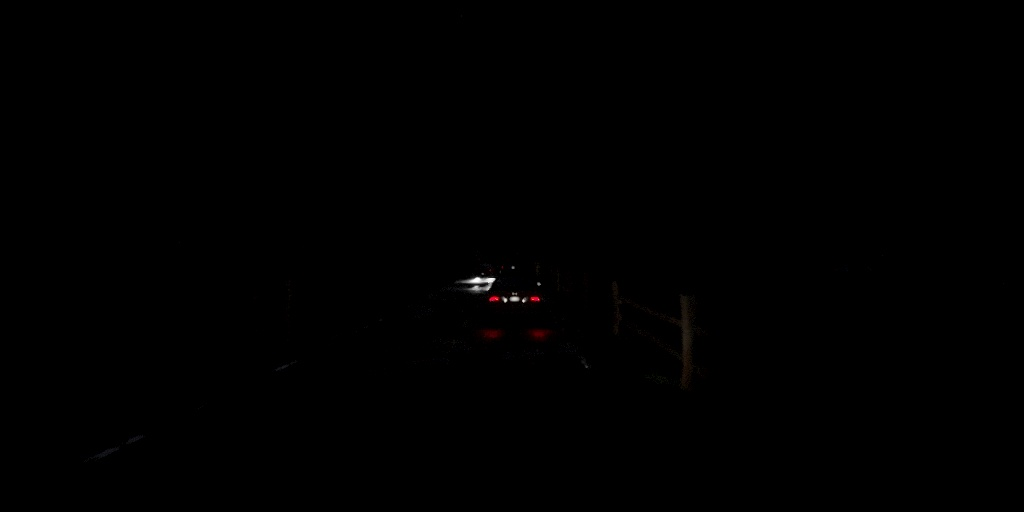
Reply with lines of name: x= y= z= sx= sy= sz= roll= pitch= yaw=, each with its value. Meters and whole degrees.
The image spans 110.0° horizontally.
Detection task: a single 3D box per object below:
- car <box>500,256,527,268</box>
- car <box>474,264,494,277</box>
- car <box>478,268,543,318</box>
car: x=0.100 y=1.043 z=31.704 sx=2.150 sy=2.045 sz=5.566 roll=0 pitch=0 yaw=0
car: x=-2.836 y=1.435 z=37.098 sx=1.895 sy=1.301 sz=4.718 roll=0 pitch=0 yaw=0
car: x=0.087 y=1.324 z=13.093 sx=2.033 sy=1.411 sz=5.357 roll=0 pitch=0 yaw=0
